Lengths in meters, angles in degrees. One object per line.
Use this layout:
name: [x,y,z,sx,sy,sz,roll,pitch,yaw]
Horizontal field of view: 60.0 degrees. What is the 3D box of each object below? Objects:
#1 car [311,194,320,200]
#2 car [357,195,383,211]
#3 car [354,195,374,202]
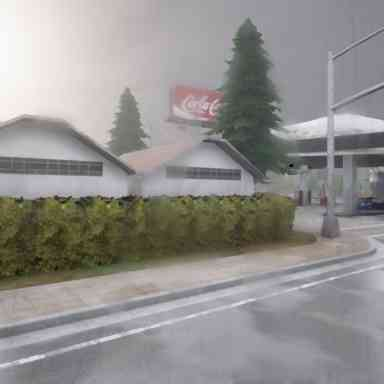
car: [32.603,1.324,89.326,2.152,1.636,5.027,0,0,-36]
car: [21.541,1.477,39.831,4.611,1.667,2.242,0,0,-36]
car: [41.290,1.533,79.638,5.357,1.411,2.033,0,0,-36]
